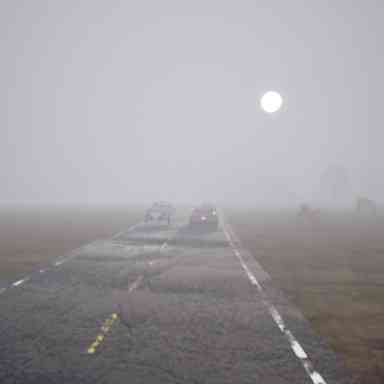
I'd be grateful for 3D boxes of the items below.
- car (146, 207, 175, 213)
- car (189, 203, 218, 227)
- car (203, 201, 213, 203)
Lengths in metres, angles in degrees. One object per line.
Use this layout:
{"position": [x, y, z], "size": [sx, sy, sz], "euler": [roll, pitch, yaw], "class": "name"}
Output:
{"position": [-2.252, 1.410, 24.445], "size": [2.128, 1.511, 4.902], "euler": [0, 0, 3], "class": "car"}
{"position": [0.871, 1.731, 23.984], "size": [1.994, 1.385, 4.181], "euler": [0, 0, 3], "class": "car"}
{"position": [1.988, 1.851, 41.437], "size": [1.994, 1.385, 4.181], "euler": [0, 0, 3], "class": "car"}
